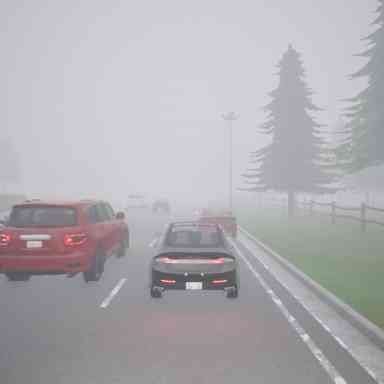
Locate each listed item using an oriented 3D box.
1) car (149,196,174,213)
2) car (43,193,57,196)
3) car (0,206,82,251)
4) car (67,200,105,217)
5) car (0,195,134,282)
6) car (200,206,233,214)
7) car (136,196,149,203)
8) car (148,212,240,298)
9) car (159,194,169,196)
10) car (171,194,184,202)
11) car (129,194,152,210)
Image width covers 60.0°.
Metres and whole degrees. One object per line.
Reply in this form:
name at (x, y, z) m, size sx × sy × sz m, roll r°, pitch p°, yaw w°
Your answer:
car at (-3.374, 1.505, 37.552) m, size 1.837 × 1.490 × 4.892 m, roll 0°, pitch 0°, yaw 0°
car at (-31.709, 1.225, 74.098) m, size 2.150 × 2.045 × 5.566 m, roll 0°, pitch 0°, yaw -40°
car at (-6.887, 1.491, 15.123) m, size 2.128 × 1.511 × 4.902 m, roll 0°, pitch 0°, yaw 0°
car at (-10.375, 1.547, 33.040) m, size 2.033 × 1.411 × 5.357 m, roll 0°, pitch 0°, yaw 0°
car at (-3.392, 1.221, 9.863) m, size 2.150 × 2.045 × 5.566 m, roll 0°, pitch 0°, yaw 0°
car at (1.238, 1.478, 17.810) m, size 1.882 × 1.535 × 5.008 m, roll 0°, pitch 0°, yaw 0°
car at (-10.379, 1.545, 70.217) m, size 2.033 × 1.411 × 5.357 m, roll 0°, pitch 0°, yaw 0°
car at (0.058, 1.492, 8.469) m, size 2.128 × 1.511 × 4.902 m, roll 0°, pitch 0°, yaw 0°
car at (-6.936, 1.355, 88.108) m, size 2.097 × 1.767 × 4.553 m, roll 0°, pitch 0°, yaw 0°
car at (-3.430, 1.478, 73.738) m, size 1.882 × 1.535 × 5.008 m, roll 0°, pitch 0°, yaw 0°
car at (-6.869, 1.221, 42.437) m, size 2.150 × 2.045 × 5.566 m, roll 0°, pitch 0°, yaw 0°
